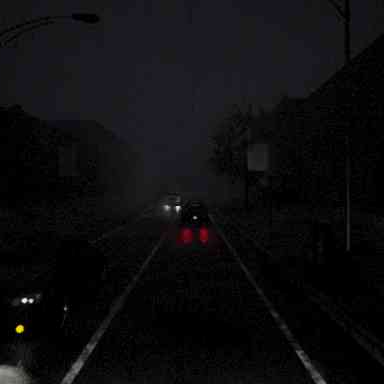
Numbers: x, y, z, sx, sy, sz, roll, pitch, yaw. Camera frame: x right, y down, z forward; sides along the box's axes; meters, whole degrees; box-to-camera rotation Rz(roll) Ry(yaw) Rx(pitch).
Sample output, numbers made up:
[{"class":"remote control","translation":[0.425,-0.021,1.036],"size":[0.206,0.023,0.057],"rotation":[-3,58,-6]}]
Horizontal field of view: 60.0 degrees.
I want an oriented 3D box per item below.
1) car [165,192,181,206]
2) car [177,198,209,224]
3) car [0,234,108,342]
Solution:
[{"class":"car","translation":[-2.831,0.967,50.050],"size":[2.150,2.045,5.566],"rotation":[0,0,1]},{"class":"car","translation":[0.215,1.457,24.285],"size":[2.128,1.511,4.902],"rotation":[0,0,0]},{"class":"car","translation":[-3.071,1.569,6.551],"size":[1.994,1.385,4.181],"rotation":[0,0,0]}]
